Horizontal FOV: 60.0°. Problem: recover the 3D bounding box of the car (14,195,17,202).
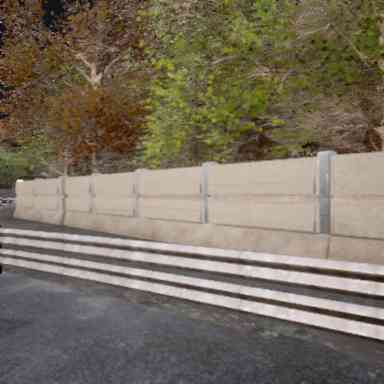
[{"bbox_3d":[-28.638,1.386,58.333,2.150,2.045,5.566,0,0,12],"label":"car"}]
